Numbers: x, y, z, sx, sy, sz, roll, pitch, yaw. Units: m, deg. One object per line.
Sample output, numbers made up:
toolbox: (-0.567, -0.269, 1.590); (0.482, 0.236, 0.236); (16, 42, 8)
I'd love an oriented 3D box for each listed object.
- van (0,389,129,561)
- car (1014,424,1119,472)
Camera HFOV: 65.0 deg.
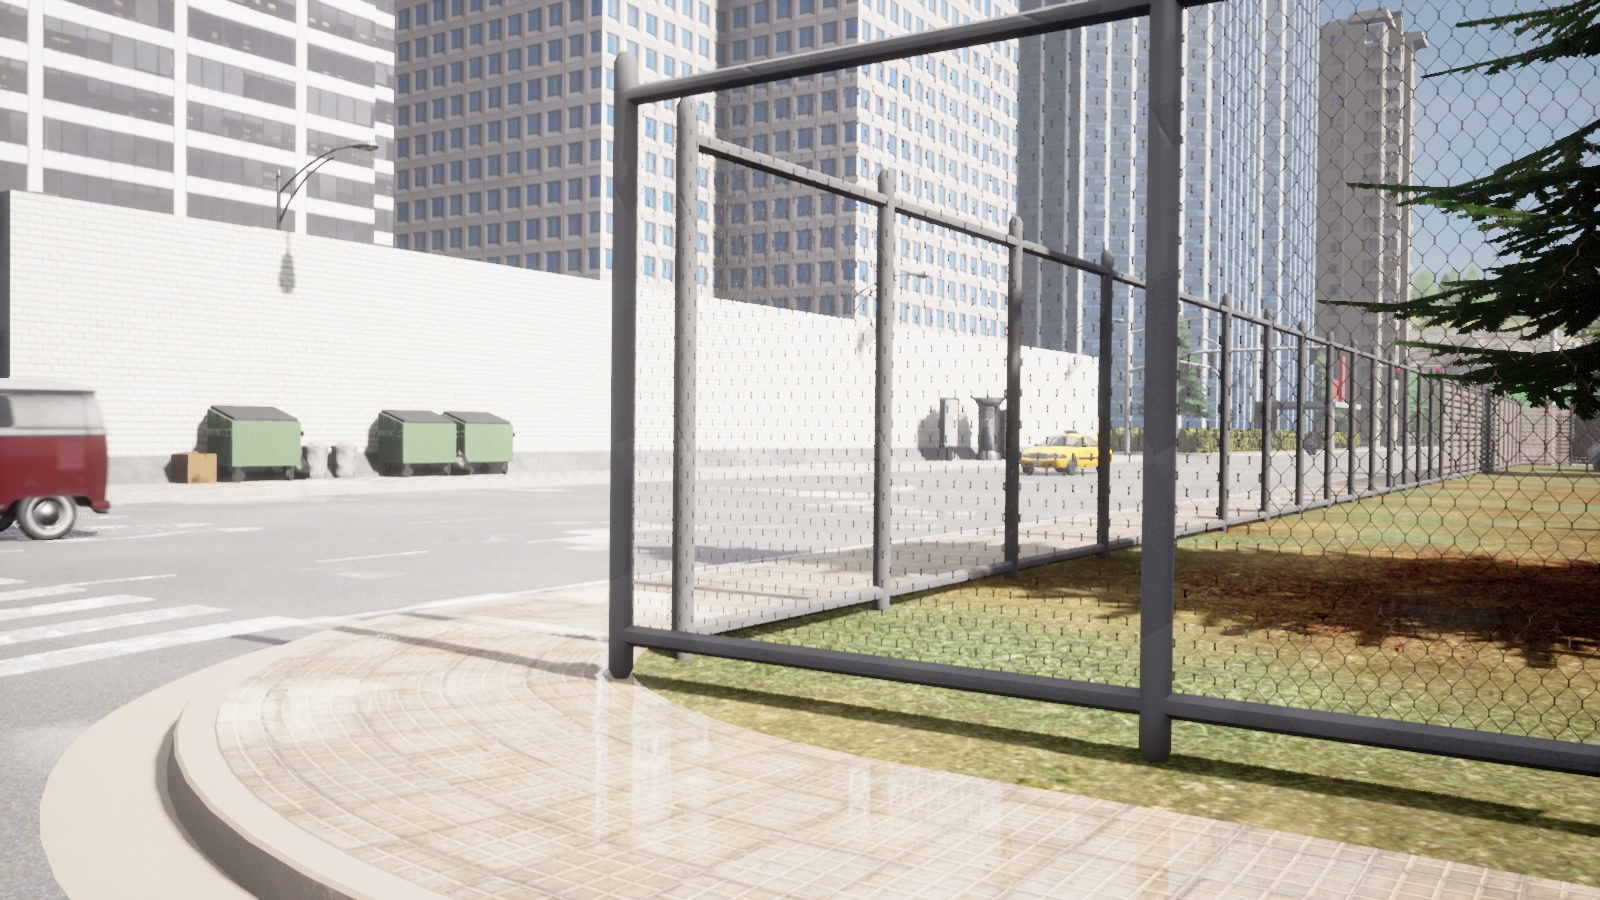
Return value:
van: (-10.438, 0.312, 14.458); (1.775, 1.987, 4.442); (0, 1, 33)
car: (9.542, -0.113, 44.688); (1.801, 1.575, 5.366); (0, 1, 34)
